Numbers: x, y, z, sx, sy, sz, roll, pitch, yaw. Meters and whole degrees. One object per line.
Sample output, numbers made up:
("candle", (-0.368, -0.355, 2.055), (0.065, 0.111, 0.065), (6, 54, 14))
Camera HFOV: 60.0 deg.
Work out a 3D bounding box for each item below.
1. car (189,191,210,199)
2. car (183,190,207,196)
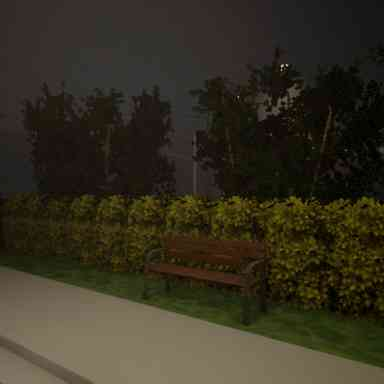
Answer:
("car", (1.585, 0.695, 70.109), (1.882, 1.535, 5.008), (0, 1, 35))
("car", (0.466, 0.576, 62.507), (2.150, 2.045, 5.566), (0, 1, 35))
